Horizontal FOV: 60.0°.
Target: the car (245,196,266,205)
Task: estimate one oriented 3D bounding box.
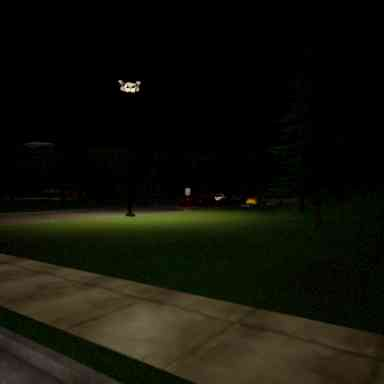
[{"bbox_3d":[11.453,1.536,59.030,1.882,1.535,5.008,0,0,36],"label":"car"}]

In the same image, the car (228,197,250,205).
[{"bbox_3d":[8.645,1.668,61.119,1.895,1.301,4.718,0,0,36],"label":"car"}]

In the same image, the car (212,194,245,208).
[{"bbox_3d":[5.628,1.537,50.976,1.882,1.535,5.008,0,0,37],"label":"car"}]

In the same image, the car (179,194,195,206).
[{"bbox_3d":[0.078,1.298,55.241,2.150,2.045,5.566,0,0,36],"label":"car"}]

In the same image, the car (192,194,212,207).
[{"bbox_3d":[2.589,1.573,52.758,1.837,1.490,4.892,0,0,37],"label":"car"}]
